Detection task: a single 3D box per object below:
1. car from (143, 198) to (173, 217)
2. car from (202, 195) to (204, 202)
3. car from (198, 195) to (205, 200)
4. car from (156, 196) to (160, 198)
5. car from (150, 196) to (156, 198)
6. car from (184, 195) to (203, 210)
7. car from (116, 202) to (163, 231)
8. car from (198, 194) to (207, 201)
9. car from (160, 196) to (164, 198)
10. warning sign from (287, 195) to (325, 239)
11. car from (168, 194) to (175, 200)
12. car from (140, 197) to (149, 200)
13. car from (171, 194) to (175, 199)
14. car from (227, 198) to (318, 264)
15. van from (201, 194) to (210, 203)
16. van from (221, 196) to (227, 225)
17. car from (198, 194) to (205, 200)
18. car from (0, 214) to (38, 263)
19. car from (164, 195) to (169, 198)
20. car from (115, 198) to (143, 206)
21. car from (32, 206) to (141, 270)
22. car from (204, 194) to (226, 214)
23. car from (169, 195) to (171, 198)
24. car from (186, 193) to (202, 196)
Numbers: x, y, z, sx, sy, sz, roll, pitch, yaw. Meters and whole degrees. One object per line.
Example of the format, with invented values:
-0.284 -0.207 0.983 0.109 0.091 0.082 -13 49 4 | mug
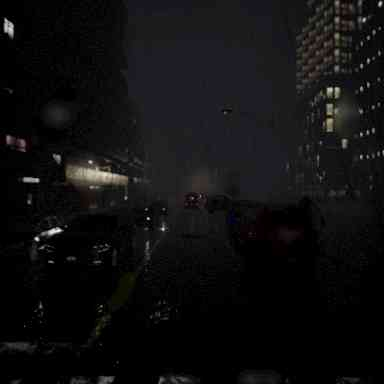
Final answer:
-3.096 1.514 30.348 1.895 1.301 4.718 0 0 0 | car
2.660 1.447 44.766 1.887 1.381 4.507 0 0 0 | car
2.628 1.437 94.506 1.802 1.307 4.206 0 0 0 | car
-5.720 1.465 44.761 1.802 1.307 4.206 0 0 0 | car
-5.717 1.332 39.234 1.967 1.590 4.097 0 0 0 | car
-0.024 1.451 40.380 2.033 1.411 5.357 0 0 0 | car
-3.108 1.533 20.376 1.895 1.301 4.718 0 0 0 | car
2.634 1.300 83.451 1.967 1.590 4.097 0 0 0 | car
-5.724 1.314 50.287 1.967 1.590 4.097 0 0 0 | car
5.066 1.080 14.863 1.300 1.860 1.060 0 0 0 | warning sign
-5.753 1.360 94.331 1.752 1.417 4.829 0 0 0 | car
-5.713 1.446 33.706 1.887 1.381 4.507 0 0 0 | car
-5.745 1.385 83.447 1.887 1.381 4.507 0 0 0 | car
2.681 1.282 11.606 2.192 1.841 5.009 0 0 0 | car
2.645 1.214 66.871 1.690 1.788 3.998 0 0 0 | van
2.677 1.294 17.132 1.690 1.788 3.998 0 0 0 | van
2.631 1.383 89.149 1.752 1.417 4.829 0 0 0 | car
-5.698 1.497 11.601 2.008 1.369 4.403 0 0 0 | car
-5.730 1.384 61.171 1.752 1.417 4.829 0 0 0 | car
-5.709 1.461 28.180 2.008 1.369 4.403 0 0 0 | car
-3.104 1.432 11.024 1.882 1.535 5.008 0 0 0 | car
2.667 1.236 33.711 2.192 1.841 5.009 0 0 0 | car
-5.734 1.397 66.866 1.887 1.381 4.507 0 0 0 | car
-0.029 1.108 50.827 2.150 2.045 5.566 0 0 0 | car
